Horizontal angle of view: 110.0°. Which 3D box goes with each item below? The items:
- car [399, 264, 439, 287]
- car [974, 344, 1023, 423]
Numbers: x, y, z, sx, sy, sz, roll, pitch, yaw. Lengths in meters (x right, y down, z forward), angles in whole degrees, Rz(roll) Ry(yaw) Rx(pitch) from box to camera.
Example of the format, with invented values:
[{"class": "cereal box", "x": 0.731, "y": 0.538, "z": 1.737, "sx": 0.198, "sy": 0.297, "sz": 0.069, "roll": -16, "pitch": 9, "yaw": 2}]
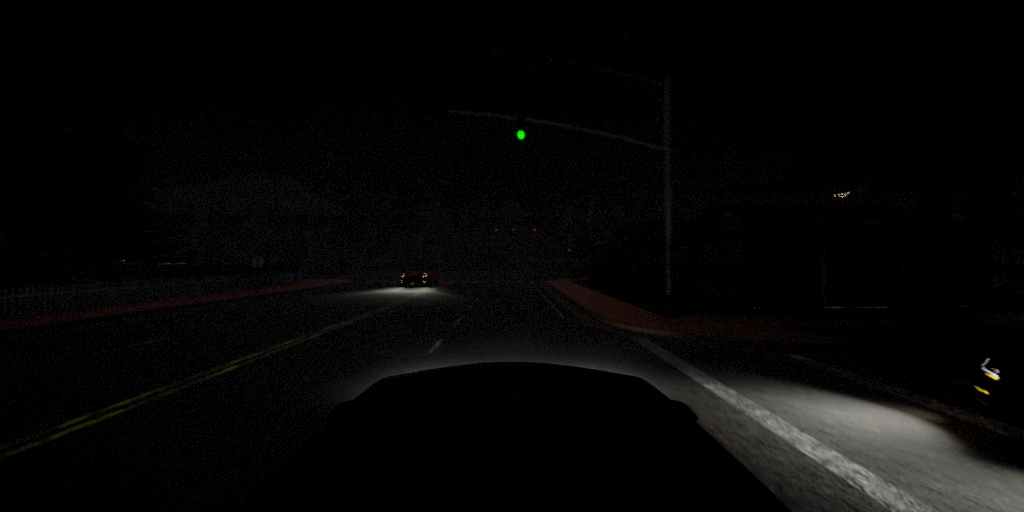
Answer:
[{"class": "car", "x": -6.997, "y": 1.383, "z": 27.412, "sx": 2.097, "sy": 1.767, "sz": 4.553, "roll": 0, "pitch": -1, "yaw": 0}, {"class": "car", "x": 7.724, "y": 1.236, "z": 3.535, "sx": 4.892, "sy": 1.490, "sz": 1.837, "roll": 0, "pitch": -1, "yaw": 0}]
